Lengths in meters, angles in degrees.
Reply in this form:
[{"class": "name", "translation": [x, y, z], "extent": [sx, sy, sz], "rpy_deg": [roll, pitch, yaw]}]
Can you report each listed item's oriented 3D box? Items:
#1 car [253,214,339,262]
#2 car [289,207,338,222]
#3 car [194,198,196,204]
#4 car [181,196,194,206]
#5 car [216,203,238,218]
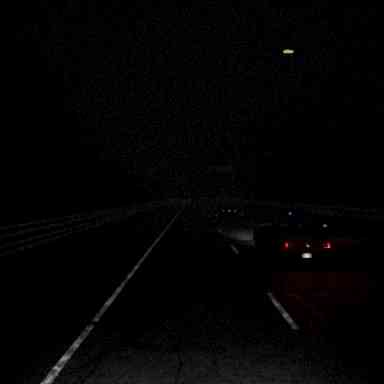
[{"class": "car", "translation": [3.615, 1.727, 12.669], "extent": [1.895, 1.301, 4.718], "rpy_deg": [0, -1, 0]}, {"class": "car", "translation": [7.125, 1.679, 20.284], "extent": [1.882, 1.535, 5.008], "rpy_deg": [0, -1, 0]}, {"class": "car", "translation": [0.104, 2.323, 86.941], "extent": [1.837, 1.490, 4.892], "rpy_deg": [0, -1, 0]}, {"class": "car", "translation": [-1.143, 1.935, 68.975], "extent": [2.150, 2.045, 5.566], "rpy_deg": [0, -1, 0]}, {"class": "car", "translation": [3.643, 1.894, 34.967], "extent": [2.033, 1.411, 5.357], "rpy_deg": [0, -1, 0]}]
